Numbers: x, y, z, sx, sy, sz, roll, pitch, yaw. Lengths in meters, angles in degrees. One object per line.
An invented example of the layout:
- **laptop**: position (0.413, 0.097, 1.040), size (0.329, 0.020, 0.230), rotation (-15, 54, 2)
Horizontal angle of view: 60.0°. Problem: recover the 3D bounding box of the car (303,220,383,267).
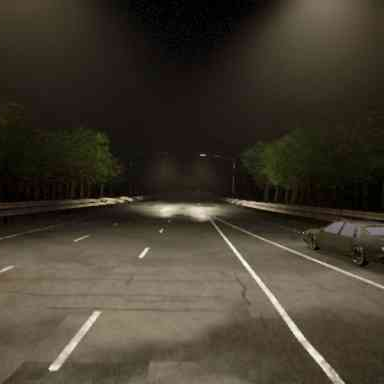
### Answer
- **car**: position (6.019, 1.717, 12.096), size (2.033, 1.411, 5.357), rotation (1, 0, -7)
